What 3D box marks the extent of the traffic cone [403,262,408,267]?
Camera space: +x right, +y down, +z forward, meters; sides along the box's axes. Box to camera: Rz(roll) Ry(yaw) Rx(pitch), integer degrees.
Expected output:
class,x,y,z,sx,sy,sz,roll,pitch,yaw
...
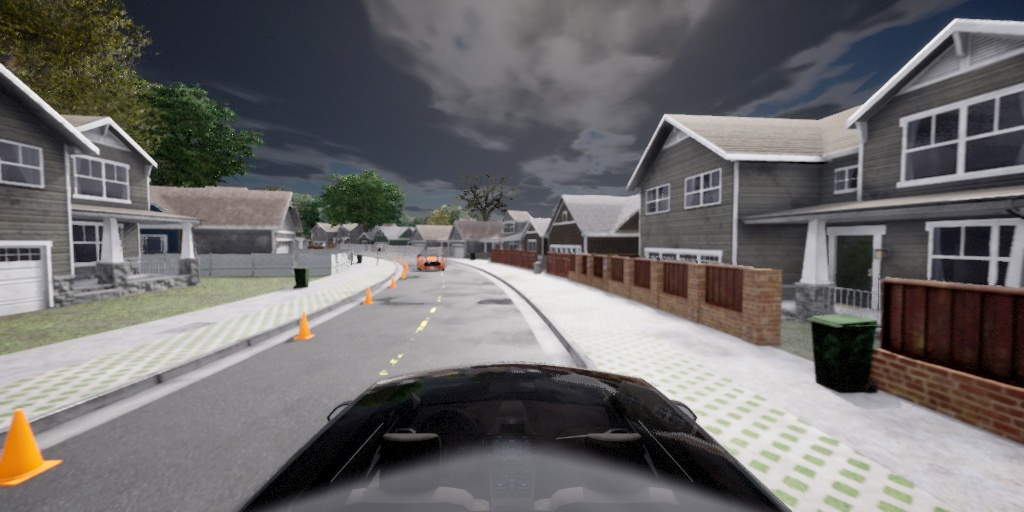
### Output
class,x,y,z,sx,sy,sz,roll,pitch,yaw
traffic cone,-8.001,0.962,27.333,0.340,0.580,0.340,0,0,-15

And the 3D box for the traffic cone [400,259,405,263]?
class,x,y,z,sx,sy,sz,roll,pitch,yaw
traffic cone,-10.985,0.637,36.625,0.340,0.580,0.340,0,0,-20

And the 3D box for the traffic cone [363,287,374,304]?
class,x,y,z,sx,sy,sz,roll,pitch,yaw
traffic cone,-5.183,1.410,12.972,0.340,0.580,0.340,0,0,-7

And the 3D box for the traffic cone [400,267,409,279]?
class,x,y,z,sx,sy,sz,roll,pitch,yaw
traffic cone,-6.838,1.117,22.592,0.340,0.580,0.340,0,0,-12

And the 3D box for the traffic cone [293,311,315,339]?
class,x,y,z,sx,sy,sz,roll,pitch,yaw
traffic cone,-4.696,1.546,8.115,0.340,0.580,0.340,0,0,-4

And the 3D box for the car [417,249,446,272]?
class,x,y,z,sx,sy,sz,roll,pitch,yaw
car,-6.722,0.273,29.621,2.097,1.767,4.553,-1,2,-17

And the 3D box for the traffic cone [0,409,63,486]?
class,x,y,z,sx,sy,sz,roll,pitch,yaw
traffic cone,-4.435,1.674,3.239,0.340,0.580,0.340,0,0,-2

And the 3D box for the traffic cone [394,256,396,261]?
class,x,y,z,sx,sy,sz,roll,pitch,yaw
traffic cone,-14.825,0.324,45.598,0.340,0.580,0.340,0,0,-26

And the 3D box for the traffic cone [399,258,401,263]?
class,x,y,z,sx,sy,sz,roll,pitch,yaw
traffic cone,-12.800,0.479,41.156,0.340,0.580,0.340,0,0,-23

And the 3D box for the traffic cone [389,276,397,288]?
class,x,y,z,sx,sy,sz,roll,pitch,yaw
traffic cone,-5.898,1.268,17.802,0.340,0.580,0.340,0,0,-10
